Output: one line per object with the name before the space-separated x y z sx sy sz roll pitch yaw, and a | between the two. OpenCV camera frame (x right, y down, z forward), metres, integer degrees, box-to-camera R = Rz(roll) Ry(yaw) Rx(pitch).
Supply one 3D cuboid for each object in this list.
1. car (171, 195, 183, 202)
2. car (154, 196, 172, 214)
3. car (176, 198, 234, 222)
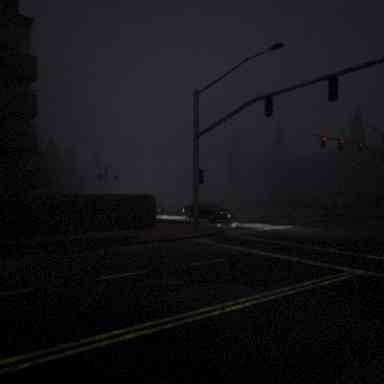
car | -3.096 1.480 73.942 1.882 1.535 5.008 0 0 17
car | -4.515 1.492 33.876 2.128 1.511 4.902 0 0 -35
car | 1.220 1.493 26.228 2.128 1.511 4.902 0 0 -38
